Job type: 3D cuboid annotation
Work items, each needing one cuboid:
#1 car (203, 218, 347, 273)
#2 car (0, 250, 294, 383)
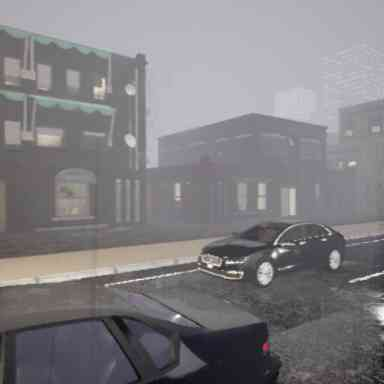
[{"bbox_3d":[2.421,1.536,9.392,4.892,1.490,1.837,0,0,-35],"label":"car"},{"bbox_3d":[-1.646,1.548,2.512,5.357,1.411,2.033,0,0,-36],"label":"car"}]
